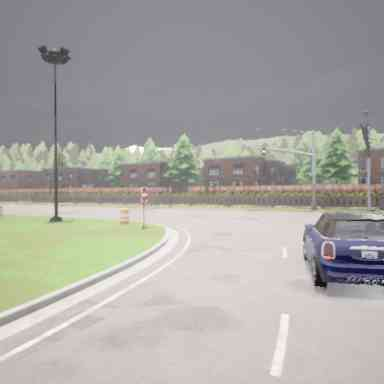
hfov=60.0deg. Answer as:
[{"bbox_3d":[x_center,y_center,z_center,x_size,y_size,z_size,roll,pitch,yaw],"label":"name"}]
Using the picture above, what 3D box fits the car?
[{"bbox_3d":[4.222,1.289,8.946,2.097,1.767,4.553,0,1,15],"label":"car"}]
